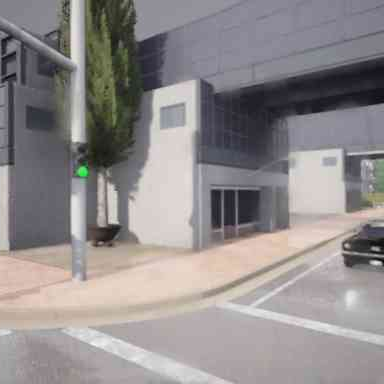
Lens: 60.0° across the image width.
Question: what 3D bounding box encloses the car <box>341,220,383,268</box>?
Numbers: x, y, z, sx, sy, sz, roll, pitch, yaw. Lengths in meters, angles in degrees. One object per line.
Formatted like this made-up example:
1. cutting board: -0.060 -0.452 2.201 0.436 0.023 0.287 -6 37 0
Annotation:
1. car: 6.276 1.612 10.800 1.895 1.301 4.718 -1 0 36
